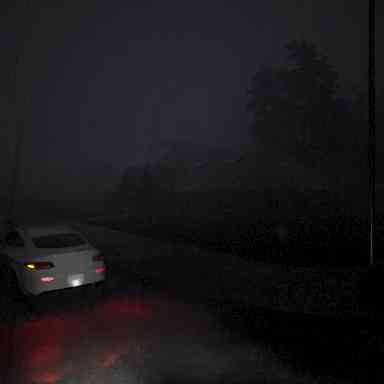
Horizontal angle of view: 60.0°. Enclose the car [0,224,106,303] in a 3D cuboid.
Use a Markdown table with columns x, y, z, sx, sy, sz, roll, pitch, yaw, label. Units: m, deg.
| x | y | z | sx | sy | sz | roll | pitch | yaw | label |
| --- | --- | --- | --- | --- | --- | --- | --- | --- | --- |
| -3.758 | 1.525 | 8.271 | 1.812 | 1.442 | 4.674 | 0 | 0 | -40 | car |
